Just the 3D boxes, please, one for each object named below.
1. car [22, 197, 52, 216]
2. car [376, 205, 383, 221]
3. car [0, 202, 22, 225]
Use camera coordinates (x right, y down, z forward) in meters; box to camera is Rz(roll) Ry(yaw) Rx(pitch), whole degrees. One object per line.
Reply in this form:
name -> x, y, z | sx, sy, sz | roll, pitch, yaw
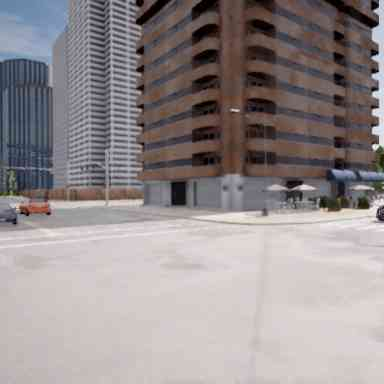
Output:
car -> -14.770, 1.274, 31.278 | 2.097, 1.767, 4.553 | -1, 0, -36
car -> 14.845, 1.106, 23.205 | 4.553, 1.767, 2.097 | -1, 0, -35
car -> -13.286, 1.497, 22.896 | 1.812, 1.442, 4.674 | -1, 0, -36
